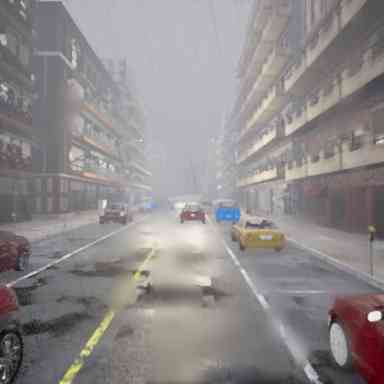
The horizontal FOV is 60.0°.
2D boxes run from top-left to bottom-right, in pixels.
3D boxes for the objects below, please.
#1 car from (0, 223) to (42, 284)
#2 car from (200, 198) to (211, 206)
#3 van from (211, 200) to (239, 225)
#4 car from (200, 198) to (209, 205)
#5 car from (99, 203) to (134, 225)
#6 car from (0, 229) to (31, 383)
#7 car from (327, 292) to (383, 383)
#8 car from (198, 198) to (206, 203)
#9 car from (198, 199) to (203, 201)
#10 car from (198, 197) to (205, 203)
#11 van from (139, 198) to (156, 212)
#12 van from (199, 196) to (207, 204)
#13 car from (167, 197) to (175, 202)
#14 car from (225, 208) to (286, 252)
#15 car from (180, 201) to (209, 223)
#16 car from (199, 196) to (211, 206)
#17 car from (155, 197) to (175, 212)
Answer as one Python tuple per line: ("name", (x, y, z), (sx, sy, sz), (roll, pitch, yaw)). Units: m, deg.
("car", (-5.692, 1.636, 8.525), (1.802, 1.307, 4.206), (1, 0, 0))
("car", (2.574, 1.958, 65.173), (1.947, 1.339, 4.313), (1, 0, 0))
("van", (2.634, 1.498, 25.482), (1.690, 1.788, 3.998), (1, 0, 0))
("car", (2.566, 1.951, 71.014), (1.752, 1.417, 4.829), (1, 0, 0))
("car", (-5.714, 1.598, 25.539), (1.967, 1.590, 4.097), (1, 0, 0))
("car", (-3.102, 1.366, 2.149), (2.097, 1.767, 4.553), (0, 0, 0))
("car", (2.697, 1.563, 2.799), (1.887, 1.381, 4.507), (1, 0, 0))
("car", (2.549, 2.072, 82.185), (1.802, 1.307, 4.206), (1, 0, 0))
("car", (0.039, 1.857, 42.120), (1.895, 1.301, 4.718), (0, 0, 0))
("car", (2.540, 2.104, 87.855), (1.802, 1.307, 4.206), (1, 0, 0))
("van", (-5.737, 1.601, 42.552), (1.690, 1.788, 3.998), (1, 0, 0))
("van", (2.561, 1.799, 76.515), (1.690, 1.788, 3.998), (1, 0, 0))
("car", (-5.905, 2.106, 93.583), (2.008, 1.369, 4.403), (1, 0, 0))
("car", (2.670, 1.614, 14.310), (1.752, 1.417, 4.829), (1, 0, 0))
("car", (0.059, 1.731, 27.081), (1.994, 1.385, 4.181), (0, 0, 0))
("car", (2.584, 1.799, 59.503), (1.967, 1.590, 4.097), (1, 0, 0))
("car", (-3.154, 1.735, 42.279), (1.882, 1.535, 5.008), (0, 0, 0))
